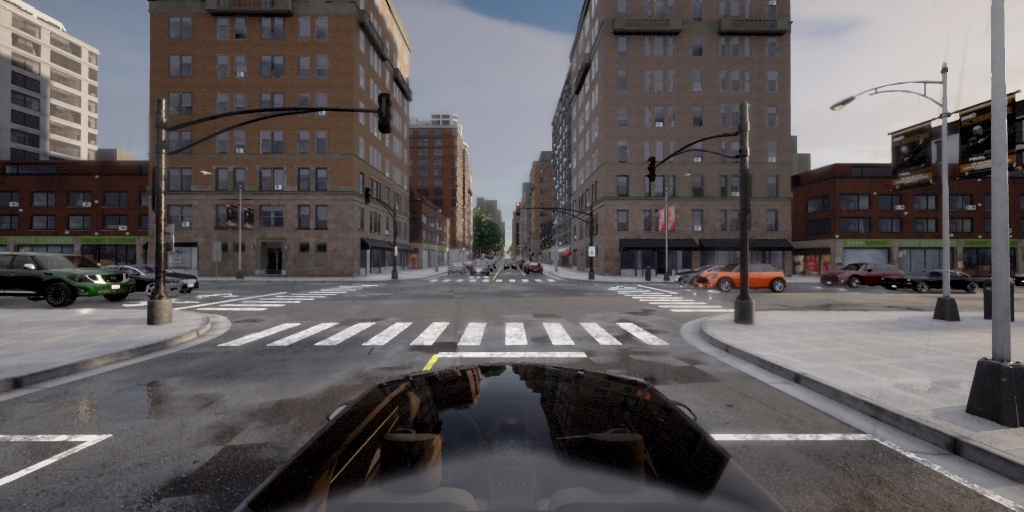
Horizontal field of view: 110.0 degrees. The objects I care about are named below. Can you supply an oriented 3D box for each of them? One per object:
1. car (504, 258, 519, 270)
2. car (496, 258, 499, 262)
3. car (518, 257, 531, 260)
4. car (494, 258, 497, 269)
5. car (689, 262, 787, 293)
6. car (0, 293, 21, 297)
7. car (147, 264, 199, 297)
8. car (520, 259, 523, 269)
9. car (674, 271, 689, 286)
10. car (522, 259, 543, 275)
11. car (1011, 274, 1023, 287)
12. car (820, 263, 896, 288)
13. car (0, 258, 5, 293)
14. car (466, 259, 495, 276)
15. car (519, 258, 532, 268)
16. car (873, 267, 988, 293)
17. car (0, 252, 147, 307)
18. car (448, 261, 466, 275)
[{"bbox_3d":[-0.281,1.411,55.348,1.895,1.301,4.718,0,0,-1],"label":"car"},{"bbox_3d":[-3.485,1.322,57.784,1.837,1.490,4.892,0,0,0],"label":"car"},{"bbox_3d":[2.275,1.128,56.467,2.192,1.841,5.009,0,0,-1],"label":"car"},{"bbox_3d":[-3.374,1.340,47.403,2.033,1.411,5.357,0,0,-1],"label":"car"},{"bbox_3d":[13.392,1.181,21.170,4.553,1.767,2.097,0,0,0],"label":"car"},{"bbox_3d":[-5.855,1.190,1.494,1.967,1.591,4.097,0,0,0],"label":"car"},{"bbox_3d":[-18.124,1.156,17.469,4.902,1.511,2.128,0,0,-1],"label":"car"},{"bbox_3d":[2.400,1.354,45.454,1.948,1.339,4.313,0,0,-1],"label":"car"},{"bbox_3d":[13.692,1.347,24.438,4.902,1.511,2.128,0,0,0],"label":"car"},{"bbox_3d":[2.463,1.324,39.947,1.888,1.381,4.507,0,0,-1],"label":"car"},{"bbox_3d":[37.479,1.465,24.590,4.892,1.490,1.837,0,0,0],"label":"car"},{"bbox_3d":[23.888,1.253,24.500,4.553,1.767,2.097,0,0,0],"label":"car"},{"bbox_3d":[-28.382,0.978,17.397,4.553,1.767,2.097,0,0,-1],"label":"car"},{"bbox_3d":[-3.266,1.268,37.599,2.128,1.511,4.902,0,0,0],"label":"car"},{"bbox_3d":[2.335,1.325,51.131,1.751,1.417,4.829,0,0,-1],"label":"car"},{"bbox_3d":[24.844,1.480,21.256,4.718,1.301,1.895,0,0,0],"label":"car"},{"bbox_3d":[-18.473,0.859,14.224,5.566,2.045,2.150,0,0,0],"label":"car"},{"bbox_3d":[-6.062,1.329,39.854,2.007,1.370,4.403,0,0,-1],"label":"car"}]
